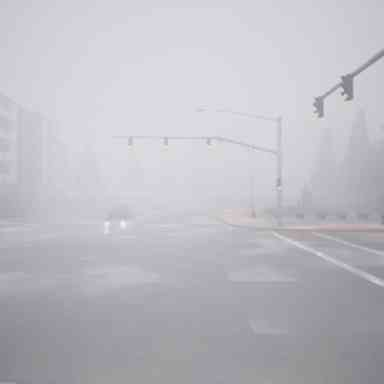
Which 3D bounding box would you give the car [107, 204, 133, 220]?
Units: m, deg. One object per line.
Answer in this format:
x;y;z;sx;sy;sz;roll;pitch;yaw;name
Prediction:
-7.031;1.928;32.824;1.837;1.490;4.892;0;-1;0;car

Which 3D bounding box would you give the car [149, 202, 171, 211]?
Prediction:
-5.002;2.237;53.212;2.033;1.411;5.357;0;-1;18;car
